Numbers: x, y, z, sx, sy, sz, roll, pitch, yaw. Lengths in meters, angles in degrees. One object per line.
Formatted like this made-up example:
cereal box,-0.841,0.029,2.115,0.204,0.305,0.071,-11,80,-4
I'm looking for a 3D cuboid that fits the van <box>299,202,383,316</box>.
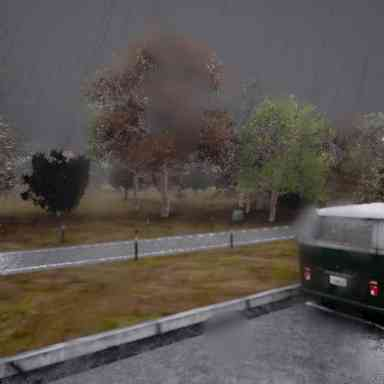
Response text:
van,4.253,1.216,6.999,4.442,1.987,1.878,-2,1,-36
